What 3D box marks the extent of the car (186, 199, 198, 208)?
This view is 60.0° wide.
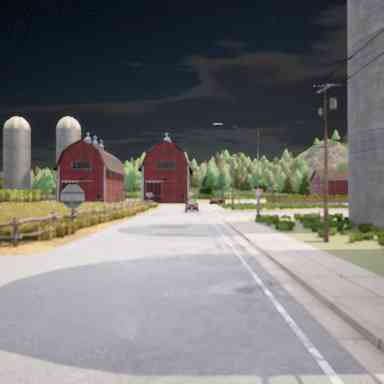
[{"bbox_3d":[-0.032,2.059,59.991,2.128,1.511,4.902,0,0,0],"label":"car"}]

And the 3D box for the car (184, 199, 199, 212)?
[{"bbox_3d":[-0.006,1.951,45.057,1.812,1.442,4.674,0,0,0],"label":"car"}]

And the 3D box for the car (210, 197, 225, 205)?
[{"bbox_3d":[5.965,2.026,76.852,2.097,1.767,4.553,0,0,34],"label":"car"}]
